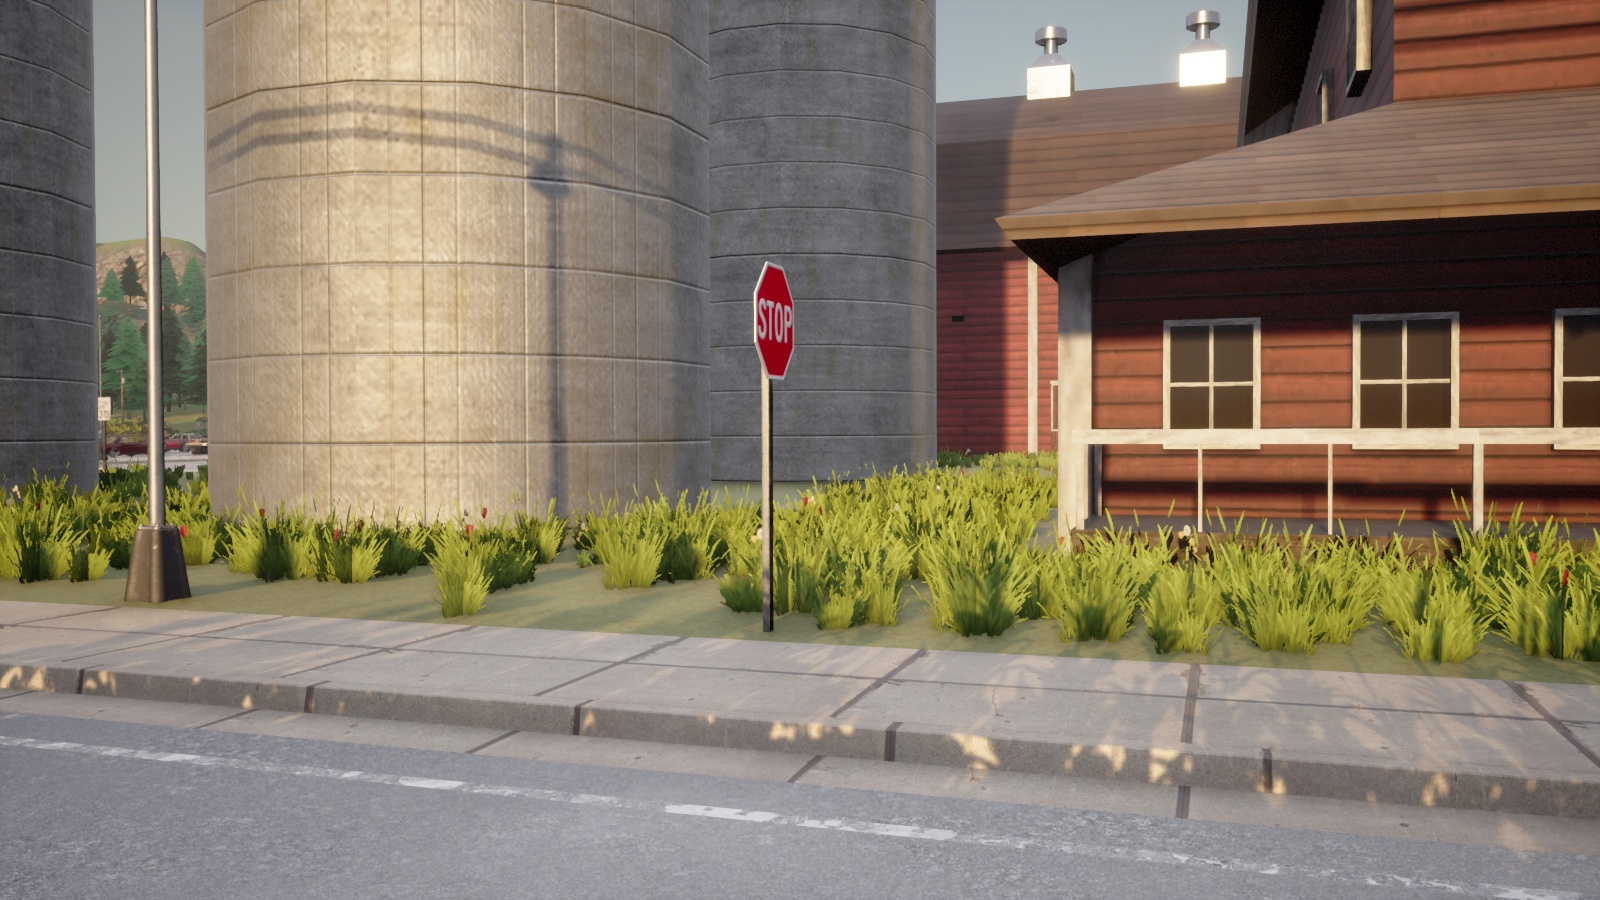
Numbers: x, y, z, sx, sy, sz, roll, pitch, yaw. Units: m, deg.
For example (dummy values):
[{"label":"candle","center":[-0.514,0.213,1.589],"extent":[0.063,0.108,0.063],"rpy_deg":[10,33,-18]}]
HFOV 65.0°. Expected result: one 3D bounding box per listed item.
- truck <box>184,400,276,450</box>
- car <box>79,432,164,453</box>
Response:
[{"label":"truck","center":[-40.821,-1.755,90.188],"extent":[2.891,3.462,7.936],"rpy_deg":[0,1,1]},{"label":"car","center":[-42.901,-0.507,79.520],"extent":[1.895,1.301,4.718],"rpy_deg":[1,1,18]}]
